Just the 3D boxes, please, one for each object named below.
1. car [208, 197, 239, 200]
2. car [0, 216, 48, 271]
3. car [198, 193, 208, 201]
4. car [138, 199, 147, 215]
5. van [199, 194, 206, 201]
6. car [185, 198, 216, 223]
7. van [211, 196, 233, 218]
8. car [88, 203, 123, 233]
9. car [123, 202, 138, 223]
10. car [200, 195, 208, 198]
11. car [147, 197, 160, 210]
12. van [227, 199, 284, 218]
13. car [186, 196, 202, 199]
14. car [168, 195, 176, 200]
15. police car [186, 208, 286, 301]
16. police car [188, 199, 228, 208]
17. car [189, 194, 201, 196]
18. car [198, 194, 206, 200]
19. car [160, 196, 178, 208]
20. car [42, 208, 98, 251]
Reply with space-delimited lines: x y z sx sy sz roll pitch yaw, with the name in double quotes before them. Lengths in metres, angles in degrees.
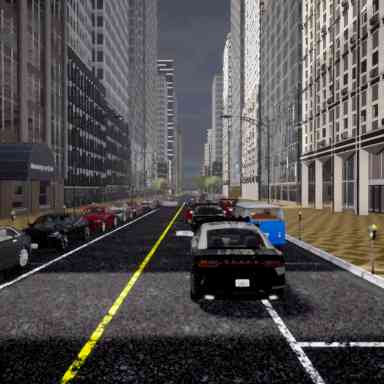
"car" 2.693 1.309 25.443 2.192 1.841 5.009 -1 0 0
"car" -5.694 1.549 8.396 2.008 1.369 4.403 -1 0 0
"car" 2.722 1.293 82.280 2.192 1.841 5.009 -1 0 0
"car" -5.682 1.575 31.131 1.802 1.307 4.206 -1 0 0
"van" 2.725 1.317 87.963 1.690 1.788 3.998 -1 0 0
"car" 0.655 1.472 24.522 1.882 1.535 5.008 0 0 7
"van" 2.696 1.334 31.127 1.690 1.788 3.998 -1 0 0
"car" -5.688 1.540 19.764 1.887 1.381 4.507 -1 0 0
"car" -5.686 1.545 25.447 2.008 1.369 4.403 -1 0 0
"car" 2.710 1.538 53.861 2.008 1.369 4.403 -1 0 0
"car" -5.677 1.541 42.498 2.008 1.369 4.403 -1 0 0
"van" 2.687 1.338 14.076 1.690 1.788 3.998 -1 0 0
"car" 0.039 1.590 46.005 1.895 1.301 4.718 0 0 1
"car" -5.650 1.540 93.651 1.947 1.339 4.313 -1 0 0
"police car" 0.903 1.423 8.532 1.930 1.638 5.238 0 0 0
"police car" 0.909 1.421 18.533 1.930 1.638 5.238 0 0 0
"car" 0.030 1.337 59.406 2.097 1.767 4.553 0 0 0
"car" 2.729 1.414 93.647 1.967 1.590 4.097 -1 0 0
"car" -2.974 1.590 46.453 1.895 1.301 4.718 0 0 0
"car" -5.691 1.563 14.080 1.947 1.339 4.313 -1 0 0
